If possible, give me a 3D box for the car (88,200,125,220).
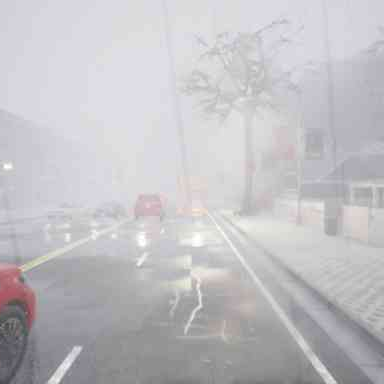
[{"bbox_3d":[-6.597,1.413,26.860,1.812,1.442,4.674,0,0,0],"label":"car"}]

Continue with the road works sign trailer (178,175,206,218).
[{"bbox_3d":[0.000,0.346,28.260,2.380,3.560,2.880,0,0,0],"label":"road works sign trailer"}]

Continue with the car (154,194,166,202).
[{"bbox_3d":[-6.501,1.200,68.333,1.882,1.535,5.008,0,0,0],"label":"car"}]

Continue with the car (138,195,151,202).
[{"bbox_3d":[-9.751,1.317,68.263,1.895,1.301,4.718,0,0,0],"label":"car"}]

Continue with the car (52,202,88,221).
[{"bbox_3d":[-9.848,1.489,26.493,1.895,1.301,4.718,0,0,0],"label":"car"}]

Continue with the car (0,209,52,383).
[{"bbox_3d":[-3.149,1.212,2.062,2.150,2.045,5.566,0,0,0],"label":"car"}]

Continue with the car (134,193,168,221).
[{"bbox_3d":[-3.161,1.111,26.293,2.150,2.045,5.566,0,0,0],"label":"car"}]
